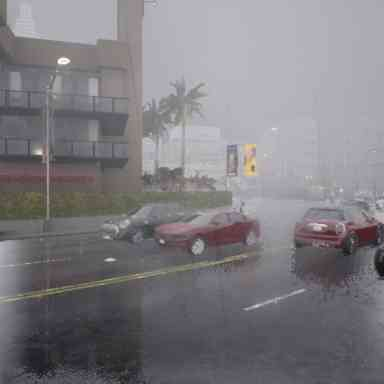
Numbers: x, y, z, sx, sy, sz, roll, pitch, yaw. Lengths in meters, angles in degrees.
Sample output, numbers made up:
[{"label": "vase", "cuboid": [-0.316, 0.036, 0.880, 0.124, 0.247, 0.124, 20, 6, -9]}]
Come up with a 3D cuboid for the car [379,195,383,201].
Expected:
[{"label": "car", "cuboid": [44.128, 1.375, 74.274, 1.816, 1.474, 4.193, 0, 0, -14]}]

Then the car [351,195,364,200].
[{"label": "car", "cuboid": [18.992, 1.487, 38.836, 1.837, 1.490, 4.892, 1, 0, 9]}]

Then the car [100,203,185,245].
[{"label": "car", "cuboid": [-1.982, 1.340, 15.706, 4.553, 1.767, 2.097, 0, 0, -43]}]

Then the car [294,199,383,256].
[{"label": "car", "cuboid": [6.048, 1.346, 13.500, 4.553, 1.767, 2.097, 0, 0, -45]}]

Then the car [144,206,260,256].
[{"label": "car", "cuboid": [0.754, 1.468, 13.454, 5.008, 1.535, 1.882, 0, 0, -43]}]

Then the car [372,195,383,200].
[{"label": "car", "cuboid": [22.286, 1.206, 36.920, 2.150, 2.045, 5.566, 0, 0, 10]}]

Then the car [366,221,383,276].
[{"label": "car", "cuboid": [6.747, 1.561, 9.286, 4.181, 1.385, 1.994, 0, 0, -44]}]
